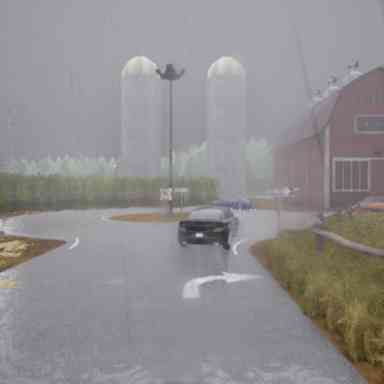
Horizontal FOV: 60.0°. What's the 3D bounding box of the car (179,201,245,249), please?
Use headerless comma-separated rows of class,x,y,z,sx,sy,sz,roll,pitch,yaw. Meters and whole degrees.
car,0.908,1.352,14.142,1.882,1.535,5.008,-1,0,15

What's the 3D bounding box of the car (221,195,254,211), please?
car,4.056,1.187,34.183,4.674,1.442,1.812,0,1,33

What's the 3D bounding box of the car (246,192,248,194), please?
car,12.851,0.562,82.449,1.994,1.381,4.181,0,1,-1

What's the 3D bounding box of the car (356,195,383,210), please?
car,15.449,1.098,26.164,4.553,1.767,2.097,0,1,-6
